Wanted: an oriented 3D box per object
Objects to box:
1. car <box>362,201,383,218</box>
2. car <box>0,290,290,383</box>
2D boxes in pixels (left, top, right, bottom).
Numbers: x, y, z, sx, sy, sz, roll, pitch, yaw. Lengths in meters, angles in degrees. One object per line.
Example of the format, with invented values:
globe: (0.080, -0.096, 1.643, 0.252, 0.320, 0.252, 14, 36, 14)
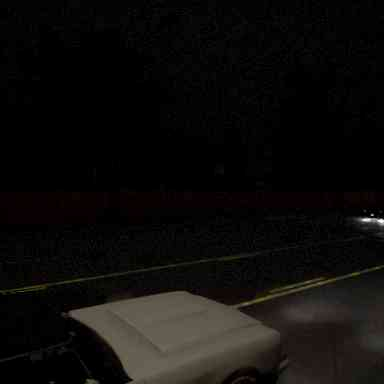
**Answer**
car: (17.077, 1.500, 29.067, 5.357, 1.411, 2.033, 0, 0, -35)
car: (-1.348, 1.600, 2.785, 4.718, 1.301, 1.895, 0, 0, -35)
